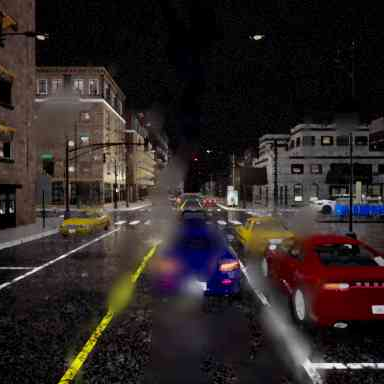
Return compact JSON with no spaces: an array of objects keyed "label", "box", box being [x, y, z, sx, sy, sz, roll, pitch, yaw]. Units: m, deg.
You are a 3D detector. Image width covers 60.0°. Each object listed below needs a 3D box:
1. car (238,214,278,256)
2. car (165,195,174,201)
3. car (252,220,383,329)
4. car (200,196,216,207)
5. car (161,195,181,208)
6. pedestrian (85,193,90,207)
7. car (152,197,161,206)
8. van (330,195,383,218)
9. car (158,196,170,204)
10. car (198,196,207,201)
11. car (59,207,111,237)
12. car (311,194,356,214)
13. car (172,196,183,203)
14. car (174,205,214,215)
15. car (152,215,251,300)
[{"label":"car","box":[2.683,1.526,12.848,1.752,1.417,4.829,0,0,0]},{"label":"car","box":[-5.712,1.596,84.843,1.752,1.417,4.829,0,0,0]},{"label":"car","box":[2.684,1.544,6.980,1.887,1.381,4.507,0,0,0]},{"label":"car","box":[2.674,1.462,50.846,1.967,1.590,4.097,0,0,0]},{"label":"car","box":[-3.106,1.584,49.471,1.994,1.385,4.181,0,0,0]},{"label":"pedestrian","box":[-12.638,1.080,40.256,0.375,1.860,0.375,0,0,0]},{"label":"car","box":[-5.706,1.580,56.529,2.008,1.369,4.403,0,0,0]},{"label":"van","box":[14.653,1.413,29.143,3.998,1.788,1.690,0,0,0]},{"label":"car","box":[-5.708,1.595,67.923,2.008,1.369,4.403,0,0,0]},{"label":"car","box":[2.669,1.622,85.027,2.008,1.369,4.403,-1,0,0]},{"label":"car","box":[-5.699,1.527,18.207,1.752,1.417,4.829,0,0,0]},{"label":"car","box":[15.478,1.256,34.937,5.566,2.045,2.150,0,0,0]},{"label":"car","box":[-3.013,1.610,69.270,1.994,1.385,4.181,0,0,0]},{"label":"car","box":[0.097,1.565,16.956,1.994,1.385,4.181,0,0,0]},{"label":"car","box":[0.102,1.525,8.263,1.812,1.442,4.674,0,0,0]}]
